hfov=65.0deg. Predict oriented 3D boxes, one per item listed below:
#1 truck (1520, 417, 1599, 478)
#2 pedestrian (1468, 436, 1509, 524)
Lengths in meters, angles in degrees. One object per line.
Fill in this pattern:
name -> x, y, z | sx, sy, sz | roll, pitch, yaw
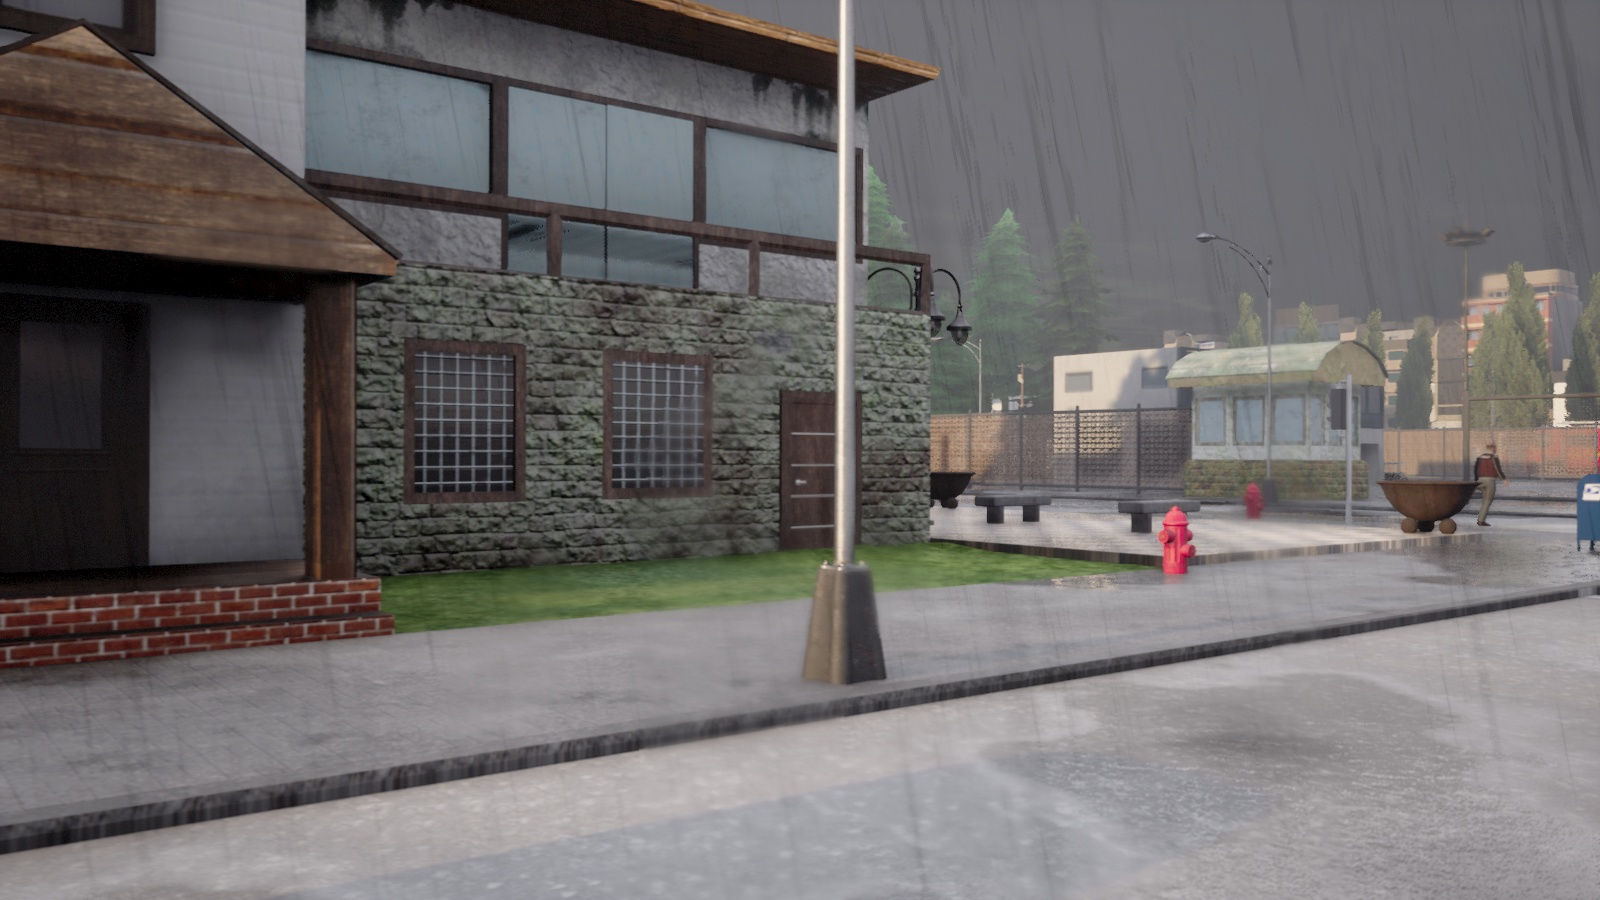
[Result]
truck -> 50.976, -0.149, 79.970 | 2.891, 3.827, 8.468 | 0, 0, -38
pedestrian -> 14.568, 0.626, 26.571 | 0.720, 1.854, 0.376 | 0, 0, -19
